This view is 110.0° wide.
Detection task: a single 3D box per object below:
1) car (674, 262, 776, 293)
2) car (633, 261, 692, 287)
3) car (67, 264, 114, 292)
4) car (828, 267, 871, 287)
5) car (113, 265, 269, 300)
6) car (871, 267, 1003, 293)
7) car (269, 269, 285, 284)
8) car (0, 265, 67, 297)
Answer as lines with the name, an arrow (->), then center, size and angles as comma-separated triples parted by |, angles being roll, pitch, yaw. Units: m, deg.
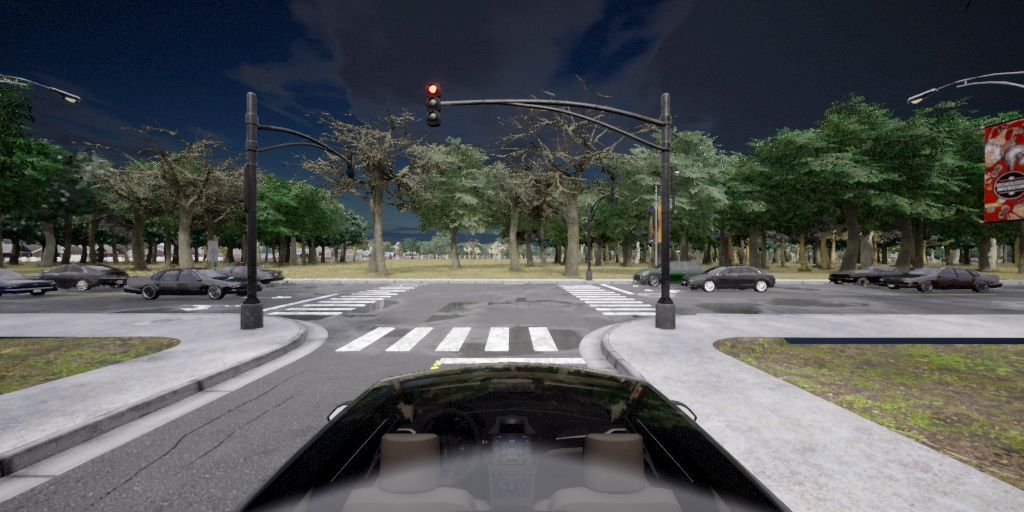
car -> 12.314, 1.272, 20.585 | 4.892, 1.490, 1.837 | 0, 0, 0
car -> 10.464, 1.113, 23.832 | 4.553, 1.767, 2.097 | 0, 0, 0
car -> -24.936, 1.231, 20.542 | 4.892, 1.490, 1.837 | 1, 0, 0
car -> 24.017, 1.382, 23.848 | 4.718, 1.301, 1.895 | 0, 0, 0
car -> -15.102, 1.284, 17.103 | 5.357, 1.411, 2.033 | 0, 0, 0
car -> 24.496, 1.333, 20.592 | 5.357, 1.411, 2.033 | 0, 0, 1
car -> -18.157, 1.273, 23.802 | 5.357, 1.411, 2.033 | 0, 0, 0
car -> -25.288, 1.275, 17.092 | 5.357, 1.411, 2.033 | 0, 0, 0
